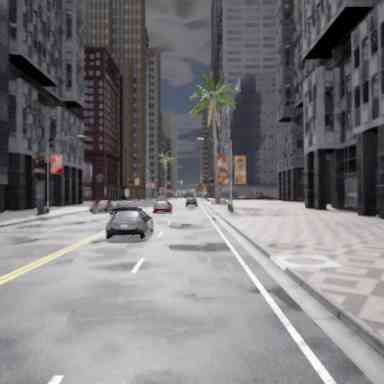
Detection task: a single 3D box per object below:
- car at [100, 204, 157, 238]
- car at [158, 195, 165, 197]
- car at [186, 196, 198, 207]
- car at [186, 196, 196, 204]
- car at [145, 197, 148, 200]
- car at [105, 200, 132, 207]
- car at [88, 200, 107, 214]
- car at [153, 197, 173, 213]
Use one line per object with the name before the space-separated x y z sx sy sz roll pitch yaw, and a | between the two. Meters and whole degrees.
car | -3.203 1.579 17.712 1.994 1.385 4.181 0 0 0
car | -6.745 1.507 73.813 2.097 1.767 4.553 0 0 0
car | -0.075 1.580 53.647 1.837 1.490 4.892 0 -1 0
car | -0.243 1.719 73.565 2.128 1.511 4.902 0 0 0
car | -10.012 1.450 78.805 1.994 1.385 4.181 0 -1 0
car | -6.693 1.648 32.426 1.895 1.301 4.718 0 0 0
car | -9.951 1.598 37.214 1.812 1.442 4.674 0 0 0
car | -3.271 1.606 37.879 1.994 1.385 4.181 0 0 0
